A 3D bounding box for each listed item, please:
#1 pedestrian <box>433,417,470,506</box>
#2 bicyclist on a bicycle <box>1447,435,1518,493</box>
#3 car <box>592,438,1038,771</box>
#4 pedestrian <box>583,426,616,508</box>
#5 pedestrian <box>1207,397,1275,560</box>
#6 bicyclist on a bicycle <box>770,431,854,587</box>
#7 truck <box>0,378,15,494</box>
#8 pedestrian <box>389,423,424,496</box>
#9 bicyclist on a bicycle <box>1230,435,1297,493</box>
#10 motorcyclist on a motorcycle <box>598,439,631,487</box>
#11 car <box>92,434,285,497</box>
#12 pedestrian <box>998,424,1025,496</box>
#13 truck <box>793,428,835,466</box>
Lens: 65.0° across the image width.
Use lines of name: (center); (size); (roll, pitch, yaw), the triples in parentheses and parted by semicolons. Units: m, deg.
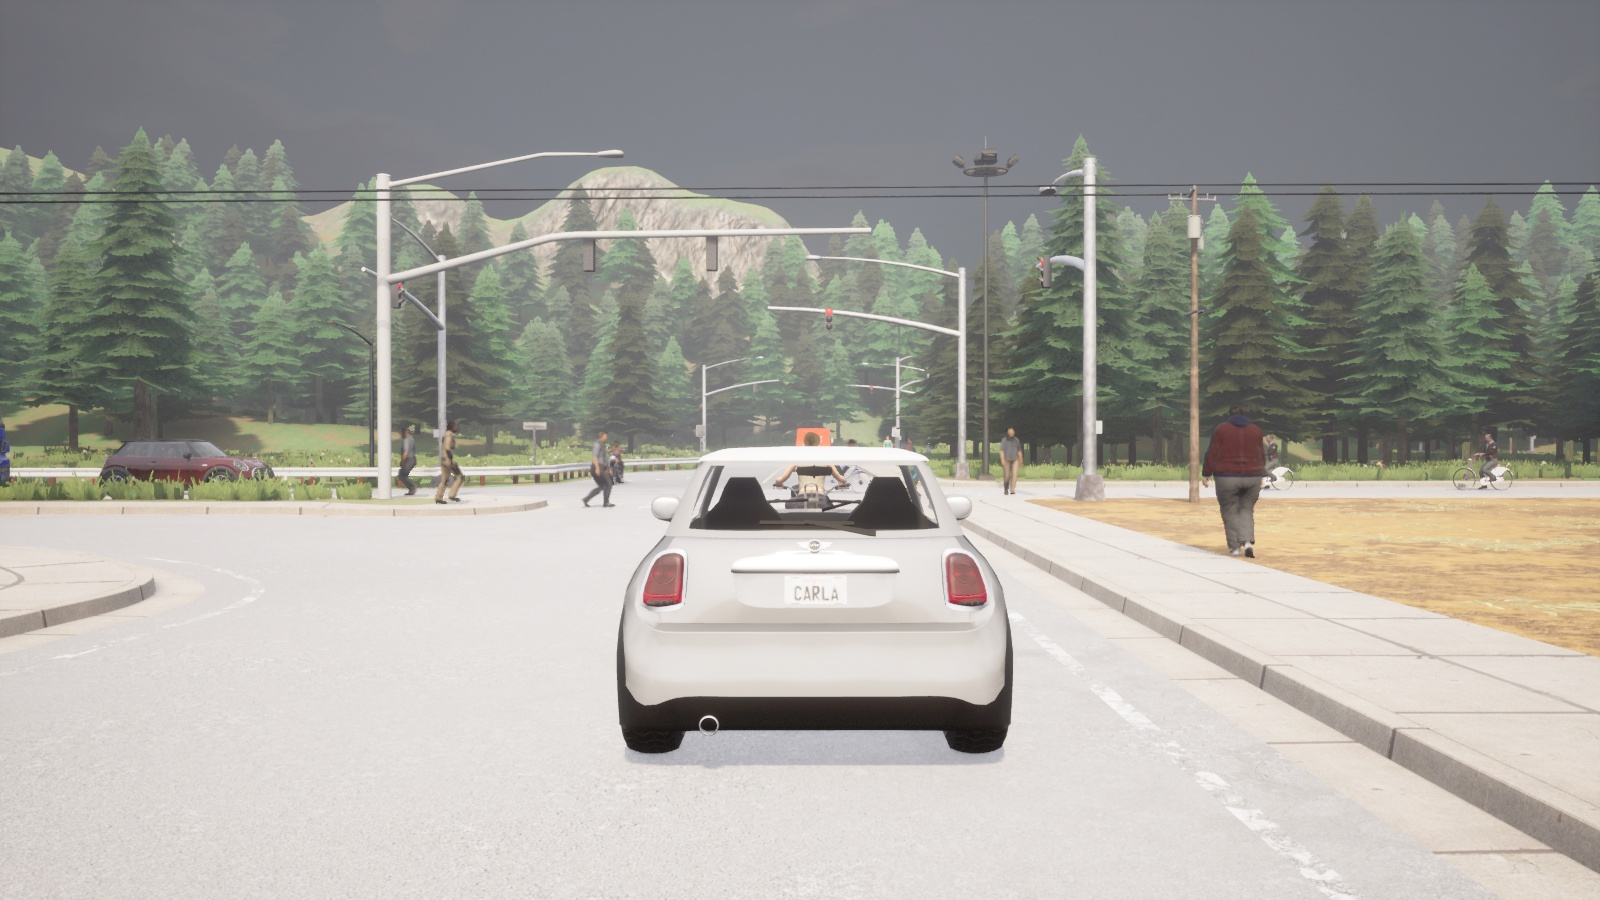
pedestrian: (-7.647, 0.246, 27.555); (0.692, 1.930, 0.396); (0, 0, -32)
bicyclist on a bicycle: (21.146, 0.425, 38.926); (1.843, 1.776, 0.659); (0, 0, 1)
car: (0.070, 0.672, 7.459); (1.970, 1.475, 3.806); (0, 0, 0)
pedestrian: (-4.575, 0.389, 28.671); (0.694, 1.848, 0.540); (0, 0, -4)
pedestrian: (5.155, 0.324, 14.720); (0.634, 1.844, 0.899); (0, 0, 12)
bicyclist on a bicycle: (0.123, 0.607, 13.751); (0.866, 1.612, 1.509); (0, 0, 0)
truck: (-27.784, -0.410, 36.683); (7.936, 3.462, 2.891); (0, 0, 1)
pedestrian: (-10.020, 0.241, 31.984); (0.694, 1.848, 0.540); (0, 0, 1)
bicyclist on a bicycle: (14.425, 0.424, 39.100); (1.843, 1.776, 0.659); (0, 0, 1)
motorcyclist on a motorcycle: (-6.669, 0.446, 45.311); (0.766, 1.649, 2.350); (0, 1, 2)
car: (-17.662, 0.430, 36.426); (4.553, 1.767, 2.097); (0, 0, 1)
pedestrian: (5.478, 0.252, 32.601); (0.540, 1.848, 0.694); (0, 0, -4)
truck: (0.965, -0.210, 83.654); (2.627, 2.467, 5.204); (0, 0, 2)
